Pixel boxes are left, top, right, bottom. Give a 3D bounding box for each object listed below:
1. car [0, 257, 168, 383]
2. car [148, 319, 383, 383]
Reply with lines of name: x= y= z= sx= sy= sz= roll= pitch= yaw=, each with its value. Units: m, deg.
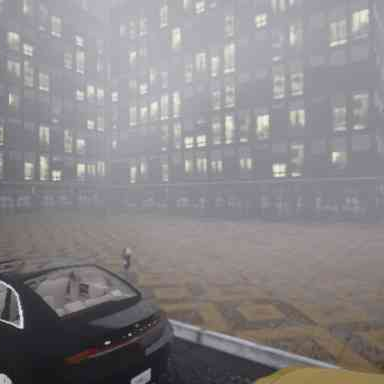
car: x=-2.267 y=1.575 z=4.458 sx=4.403 sy=1.369 sz=2.008 roll=0 pitch=-1 yaw=35
car: x=2.229 y=1.519 z=1.257 sx=4.829 sy=1.417 sz=1.752 roll=0 pitch=-1 yaw=35
